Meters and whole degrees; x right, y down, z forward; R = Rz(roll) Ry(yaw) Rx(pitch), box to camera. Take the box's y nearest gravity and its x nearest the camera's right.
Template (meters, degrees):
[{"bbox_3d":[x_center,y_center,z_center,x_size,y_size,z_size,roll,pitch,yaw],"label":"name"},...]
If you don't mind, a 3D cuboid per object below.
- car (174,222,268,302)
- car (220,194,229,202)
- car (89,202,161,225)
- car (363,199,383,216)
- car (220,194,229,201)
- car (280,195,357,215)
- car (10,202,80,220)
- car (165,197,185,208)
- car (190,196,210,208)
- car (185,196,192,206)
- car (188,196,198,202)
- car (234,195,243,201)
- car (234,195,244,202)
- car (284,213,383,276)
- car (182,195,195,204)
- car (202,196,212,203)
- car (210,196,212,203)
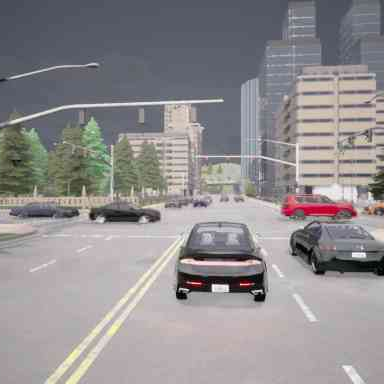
[{"bbox_3d":[0.702,1.492,8.303,2.128,1.511,4.902,0,0,5],"label":"car"},{"bbox_3d":[7.544,1.549,77.419,1.994,1.385,4.181,0,0,5],"label":"car"},{"bbox_3d":[-4.711,1.477,23.574,5.008,1.535,1.882,0,0,5],"label":"car"},{"bbox_3d":[19.151,1.352,32.135,4.553,1.767,2.097,0,0,7],"label":"car"},{"bbox_3d":[8.334,1.353,85.722,2.097,1.767,4.553,0,0,5],"label":"car"},{"bbox_3d":[9.657,1.221,25.734,5.566,2.045,2.150,0,0,5],"label":"car"},{"bbox_3d":[-12.277,1.547,27.806,5.357,1.411,2.033,0,0,5],"label":"car"},{"bbox_3d":[-2.527,1.564,46.515,1.994,1.385,4.181,0,0,5],"label":"car"},{"bbox_3d":[1.255,1.601,49.309,1.895,1.301,4.718,0,0,5],"label":"car"},{"bbox_3d":[-1.644,1.547,55.715,2.033,1.411,5.357,0,0,6],"label":"car"},{"bbox_3d":[0.314,1.595,75.337,1.895,1.301,4.718,0,0,5],"label":"car"},{"bbox_3d":[11.821,1.537,85.420,2.033,1.411,5.357,0,0,5],"label":"car"},{"bbox_3d":[10.935,1.591,76.114,1.895,1.301,4.718,0,0,5],"label":"car"},{"bbox_3d":[4.393,1.564,10.413,1.994,1.385,4.181,0,0,5],"label":"car"},{"bbox_3d":[-0.675,1.478,65.398,1.882,1.535,5.008,0,0,6],"label":"car"},{"bbox_3d":[3.170,1.505,68.475,1.837,1.490,4.892,0,0,6],"label":"car"},{"bbox_3d":[2.142,1.601,58.430,1.895,1.301,4.718,0,0,6],"label":"car"}]
